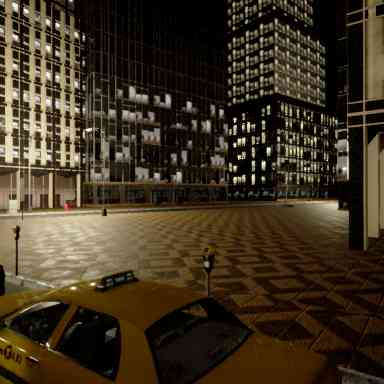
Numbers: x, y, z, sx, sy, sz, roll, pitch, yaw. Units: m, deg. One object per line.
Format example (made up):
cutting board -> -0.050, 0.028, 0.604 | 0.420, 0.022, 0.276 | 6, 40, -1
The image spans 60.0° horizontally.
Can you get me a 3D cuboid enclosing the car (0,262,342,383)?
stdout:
car -> -0.982, 1.525, 3.575 | 4.829, 1.417, 1.752 | 0, 0, 35
